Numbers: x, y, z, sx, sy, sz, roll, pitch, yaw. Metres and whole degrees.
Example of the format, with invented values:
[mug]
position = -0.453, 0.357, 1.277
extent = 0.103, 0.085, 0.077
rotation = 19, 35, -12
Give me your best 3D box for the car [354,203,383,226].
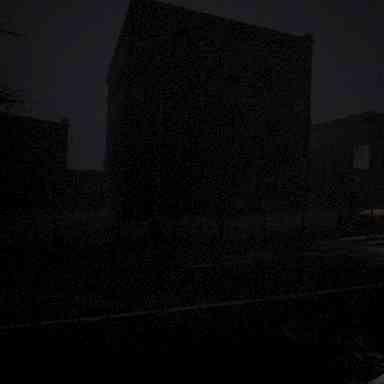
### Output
[car]
position = 11.969, 1.199, 19.508
extent = 5.366, 1.575, 1.946
rotation = -1, 0, -24
